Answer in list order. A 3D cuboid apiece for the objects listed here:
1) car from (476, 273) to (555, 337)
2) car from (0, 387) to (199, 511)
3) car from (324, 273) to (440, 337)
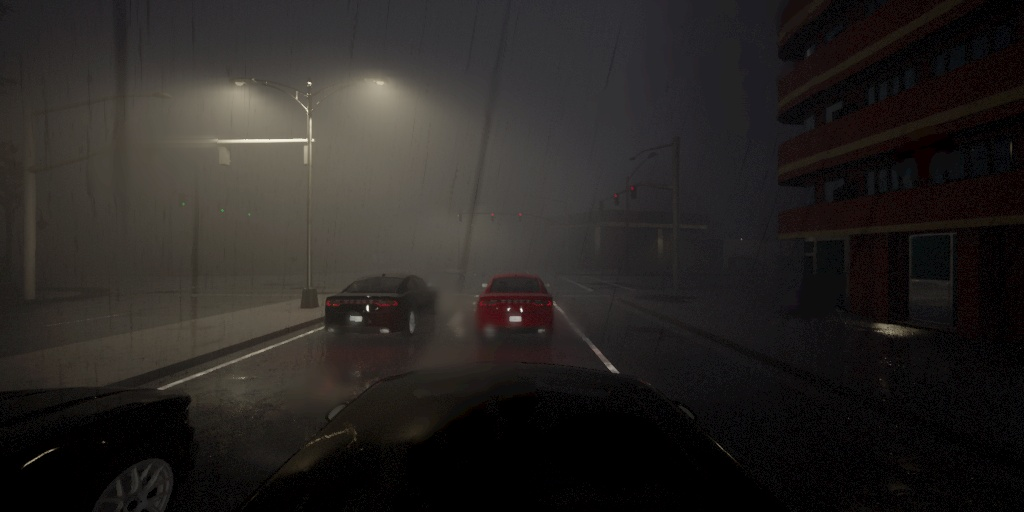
[{"bbox_3d":[0.109,1.226,10.341,1.882,1.535,5.008,0,0,1],"label":"car"},{"bbox_3d":[-3.408,1.228,0.753,1.882,1.535,5.008,0,0,0],"label":"car"},{"bbox_3d":[-3.396,1.226,10.327,1.882,1.535,5.008,0,0,0],"label":"car"}]
